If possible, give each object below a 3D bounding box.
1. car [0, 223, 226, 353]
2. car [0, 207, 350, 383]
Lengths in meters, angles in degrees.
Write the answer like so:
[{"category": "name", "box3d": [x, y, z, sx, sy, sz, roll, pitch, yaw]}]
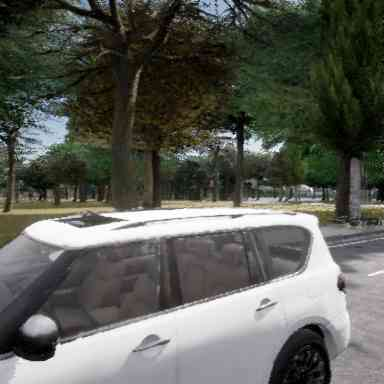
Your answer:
[{"category": "car", "box3d": [-1.696, 1.527, 6.466, 4.674, 1.442, 1.812, 0, 0, -35]}, {"category": "car", "box3d": [-0.782, 1.222, 3.128, 5.566, 2.045, 2.150, 0, 0, -35]}]
